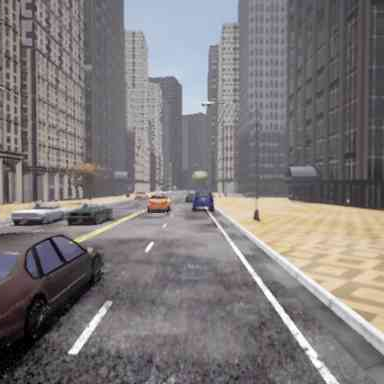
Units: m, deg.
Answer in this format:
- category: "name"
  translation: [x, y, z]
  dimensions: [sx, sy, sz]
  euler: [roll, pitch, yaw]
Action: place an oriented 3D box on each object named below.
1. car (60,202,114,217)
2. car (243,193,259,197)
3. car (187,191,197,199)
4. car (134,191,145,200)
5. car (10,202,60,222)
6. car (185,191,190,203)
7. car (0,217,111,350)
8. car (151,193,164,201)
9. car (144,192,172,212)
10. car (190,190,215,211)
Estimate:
- category: "car"
  translation: [-6.605, 1.360, 21.832]
  dimensions: [1.895, 1.301, 4.718]
  euler: [0, 1, 0]
- category: "car"
  translation: [15.888, 0.847, 89.855]
  dimensions: [4.403, 1.369, 2.008]
  euler: [1, 1, -1]
- category: "car"
  translation: [-0.025, 0.568, 70.568]
  dimensions: [2.128, 1.511, 4.902]
  euler: [0, 1, 0]
- category: "car"
  translation: [-9.788, 0.658, 63.485]
  dimensions: [2.097, 1.767, 4.553]
  euler: [0, 1, 0]
- category: "car"
  translation: [-9.855, 1.359, 21.818]
  dimensions: [1.895, 1.301, 4.718]
  euler: [0, 1, 0]
- category: "car"
  translation: [-0.013, 0.759, 54.057]
  dimensions: [2.097, 1.767, 4.553]
  euler: [0, 0, 0]
- category: "car"
  translation: [-3.153, 1.478, 6.201]
  dimensions: [2.033, 1.411, 5.357]
  euler: [0, 1, 0]
- category: "car"
  translation: [-6.531, 0.853, 63.406]
  dimensions: [2.033, 1.411, 5.357]
  euler: [0, 1, 0]
- category: "car"
  translation: [-3.163, 0.987, 33.199]
  dimensions: [2.097, 1.767, 4.553]
  euler: [0, 1, 0]
- category: "car"
  translation: [1.126, 0.847, 34.378]
  dimensions: [2.150, 2.045, 5.566]
  euler: [0, 1, 0]
